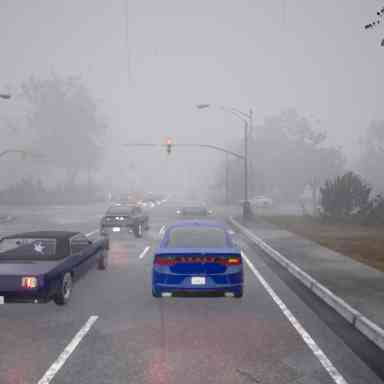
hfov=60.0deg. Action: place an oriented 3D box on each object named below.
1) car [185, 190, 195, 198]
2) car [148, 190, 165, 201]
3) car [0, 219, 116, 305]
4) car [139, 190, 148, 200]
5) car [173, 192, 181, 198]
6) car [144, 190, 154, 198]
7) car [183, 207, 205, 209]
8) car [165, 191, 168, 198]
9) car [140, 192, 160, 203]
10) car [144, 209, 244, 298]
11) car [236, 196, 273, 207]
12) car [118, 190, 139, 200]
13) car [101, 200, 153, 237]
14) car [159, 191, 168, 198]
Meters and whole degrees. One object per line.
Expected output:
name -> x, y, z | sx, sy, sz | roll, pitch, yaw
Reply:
car -> -0.322, 0.419, 85.404 | 2.150, 2.045, 5.566 | 0, 1, -4
car -> -6.951, 0.956, 64.262 | 1.882, 1.535, 5.008 | 0, 1, 0
car -> -3.385, 1.573, 7.986 | 1.895, 1.301, 4.718 | 0, 0, 0
car -> -10.449, 0.709, 63.428 | 2.150, 2.045, 5.566 | 0, 1, 0
car -> -3.839, 0.741, 85.603 | 2.033, 1.411, 5.357 | 0, 1, -4
car -> -10.774, 0.445, 84.223 | 2.150, 2.045, 5.566 | 0, 1, -3
car -> 0.130, 1.458, 17.513 | 1.994, 1.385, 4.181 | 0, 0, 0
car -> -6.968, 0.957, 74.287 | 1.895, 1.301, 4.718 | 0, 1, -1
car -> -6.995, 1.127, 55.454 | 1.994, 1.385, 4.181 | 0, 1, 0
car -> 0.116, 1.446, 8.531 | 1.882, 1.535, 5.008 | 0, 0, 0
car -> 8.017, 1.200, 42.778 | 4.674, 1.442, 1.812 | 0, 1, 3
car -> -10.524, 0.930, 53.845 | 2.097, 1.767, 4.553 | 0, 0, 1
car -> -3.370, 1.402, 17.237 | 1.837, 1.490, 4.892 | 0, 0, 0
car -> -7.284, 0.571, 84.521 | 2.097, 1.767, 4.553 | 0, 1, -3
